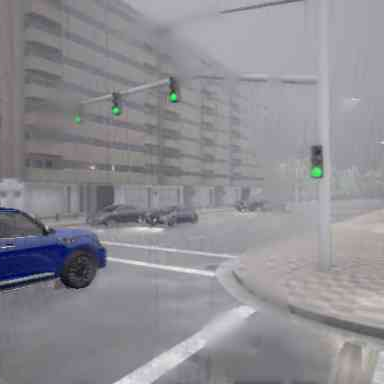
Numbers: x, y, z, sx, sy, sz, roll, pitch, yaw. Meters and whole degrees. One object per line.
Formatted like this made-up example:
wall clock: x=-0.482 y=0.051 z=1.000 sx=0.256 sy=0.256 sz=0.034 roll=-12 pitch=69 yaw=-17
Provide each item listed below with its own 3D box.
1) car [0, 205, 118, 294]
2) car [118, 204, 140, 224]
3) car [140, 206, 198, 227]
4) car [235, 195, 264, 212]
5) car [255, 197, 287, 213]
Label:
car: x=-4.458 y=1.288 z=6.978 sx=2.150 sy=2.045 sz=5.566 roll=-1 pitch=0 yaw=35
car: x=-5.413 y=1.681 z=24.174 sx=1.837 sy=1.490 sz=4.892 roll=-1 pitch=0 yaw=35
car: x=-1.340 y=1.697 z=23.871 sx=1.994 sy=1.385 sz=4.181 roll=-1 pitch=0 yaw=35
car: x=7.568 y=1.397 z=42.170 sx=2.150 sy=2.045 sz=5.566 roll=-1 pitch=0 yaw=36
car: x=9.668 y=1.636 z=39.103 sx=1.837 sy=1.490 sz=4.892 roll=-1 pitch=0 yaw=36
